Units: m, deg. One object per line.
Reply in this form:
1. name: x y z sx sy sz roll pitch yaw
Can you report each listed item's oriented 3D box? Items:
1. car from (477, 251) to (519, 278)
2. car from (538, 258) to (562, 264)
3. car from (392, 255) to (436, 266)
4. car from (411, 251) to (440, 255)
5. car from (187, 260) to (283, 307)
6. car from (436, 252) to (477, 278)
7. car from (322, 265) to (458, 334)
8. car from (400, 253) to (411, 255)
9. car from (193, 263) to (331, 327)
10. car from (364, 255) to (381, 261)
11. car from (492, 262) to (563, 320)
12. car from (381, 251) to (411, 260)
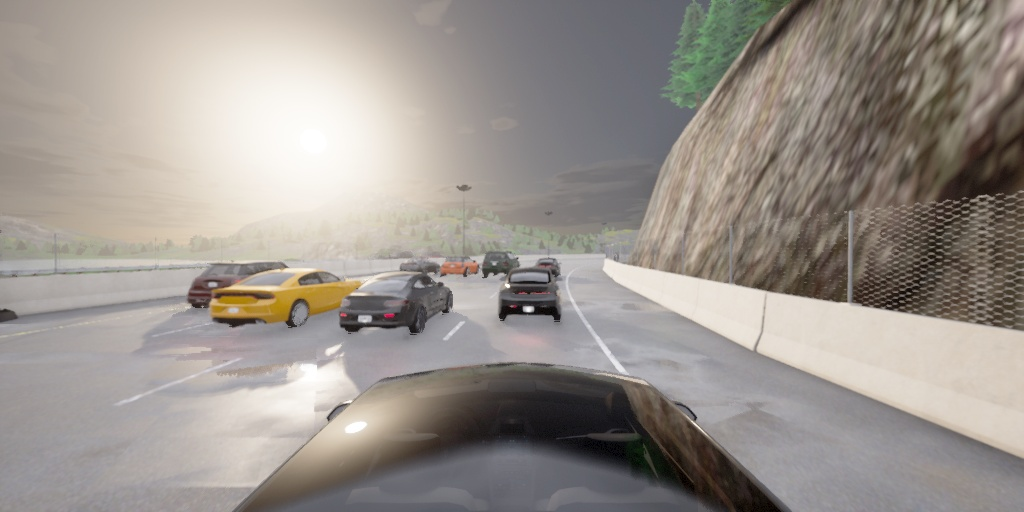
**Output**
1. car: -0.782 0.637 28.368 2.150 2.045 5.566 0 1 10
2. car: 2.933 0.913 29.118 1.837 1.490 4.892 0 1 11
3. car: -7.583 0.885 29.955 2.128 1.511 4.902 0 1 10
4. car: -12.517 0.307 54.470 2.150 2.045 5.566 0 1 18
5. car: -9.720 0.945 13.992 2.097 1.767 4.553 0 1 5
6. car: -4.133 0.755 29.344 2.097 1.767 4.553 0 1 10
7. car: -3.033 1.169 10.119 1.812 1.442 4.674 0 1 4
8. car: -15.216 0.594 57.459 2.033 1.411 5.357 0 1 18
9. car: -6.472 1.108 11.042 1.882 1.535 5.008 0 1 4
10. car: -22.092 0.518 58.864 2.128 1.511 4.902 0 1 18
11. car: 0.630 1.128 12.017 1.837 1.490 4.892 0 1 4
12. car: -18.425 0.248 58.831 2.150 2.045 5.566 0 1 18
